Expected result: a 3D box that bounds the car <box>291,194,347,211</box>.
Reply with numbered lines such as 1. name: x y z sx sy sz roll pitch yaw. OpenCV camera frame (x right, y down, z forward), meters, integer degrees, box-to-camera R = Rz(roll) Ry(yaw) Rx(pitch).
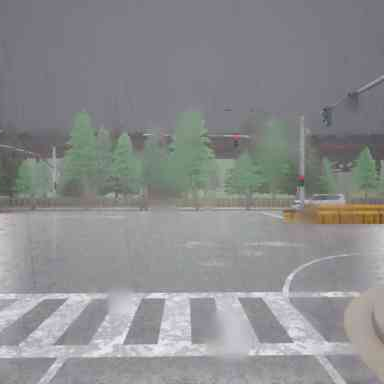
1. car: 13.535 1.221 35.445 5.566 2.045 2.150 0 0 -2
